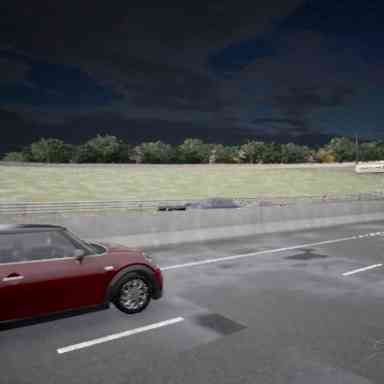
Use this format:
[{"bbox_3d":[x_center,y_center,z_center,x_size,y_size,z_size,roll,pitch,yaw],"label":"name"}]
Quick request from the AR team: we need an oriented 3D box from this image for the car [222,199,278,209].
[{"bbox_3d":[4.809,1.416,24.615,4.674,1.442,1.812,-1,0,-35],"label":"car"}]

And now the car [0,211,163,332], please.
[{"bbox_3d":[-2.782,1.350,6.061,4.553,1.767,2.097,0,0,-36],"label":"car"}]

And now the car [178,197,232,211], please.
[{"bbox_3d":[1.573,1.256,26.604,4.553,1.767,2.097,-1,0,-35],"label":"car"}]

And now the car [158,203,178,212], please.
[{"bbox_3d":[-0.715,1.507,29.275,4.718,1.301,1.895,-1,0,-35],"label":"car"}]
